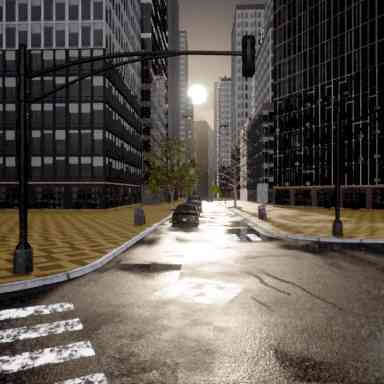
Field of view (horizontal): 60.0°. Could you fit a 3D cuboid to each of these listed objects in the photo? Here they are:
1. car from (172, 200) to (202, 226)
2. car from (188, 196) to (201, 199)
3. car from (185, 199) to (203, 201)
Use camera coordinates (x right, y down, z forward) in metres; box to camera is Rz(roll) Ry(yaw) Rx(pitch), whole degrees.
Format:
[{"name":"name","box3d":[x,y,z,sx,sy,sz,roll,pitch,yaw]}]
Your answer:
[{"name":"car","box3d":[-0.433,1.654,25.415,1.882,1.535,5.008,0,0,2]},{"name":"car","box3d":[0.311,1.554,46.281,2.150,2.045,5.566,0,0,2]},{"name":"car","box3d":[-0.068,1.777,35.628,1.812,1.442,4.674,0,0,2]}]
